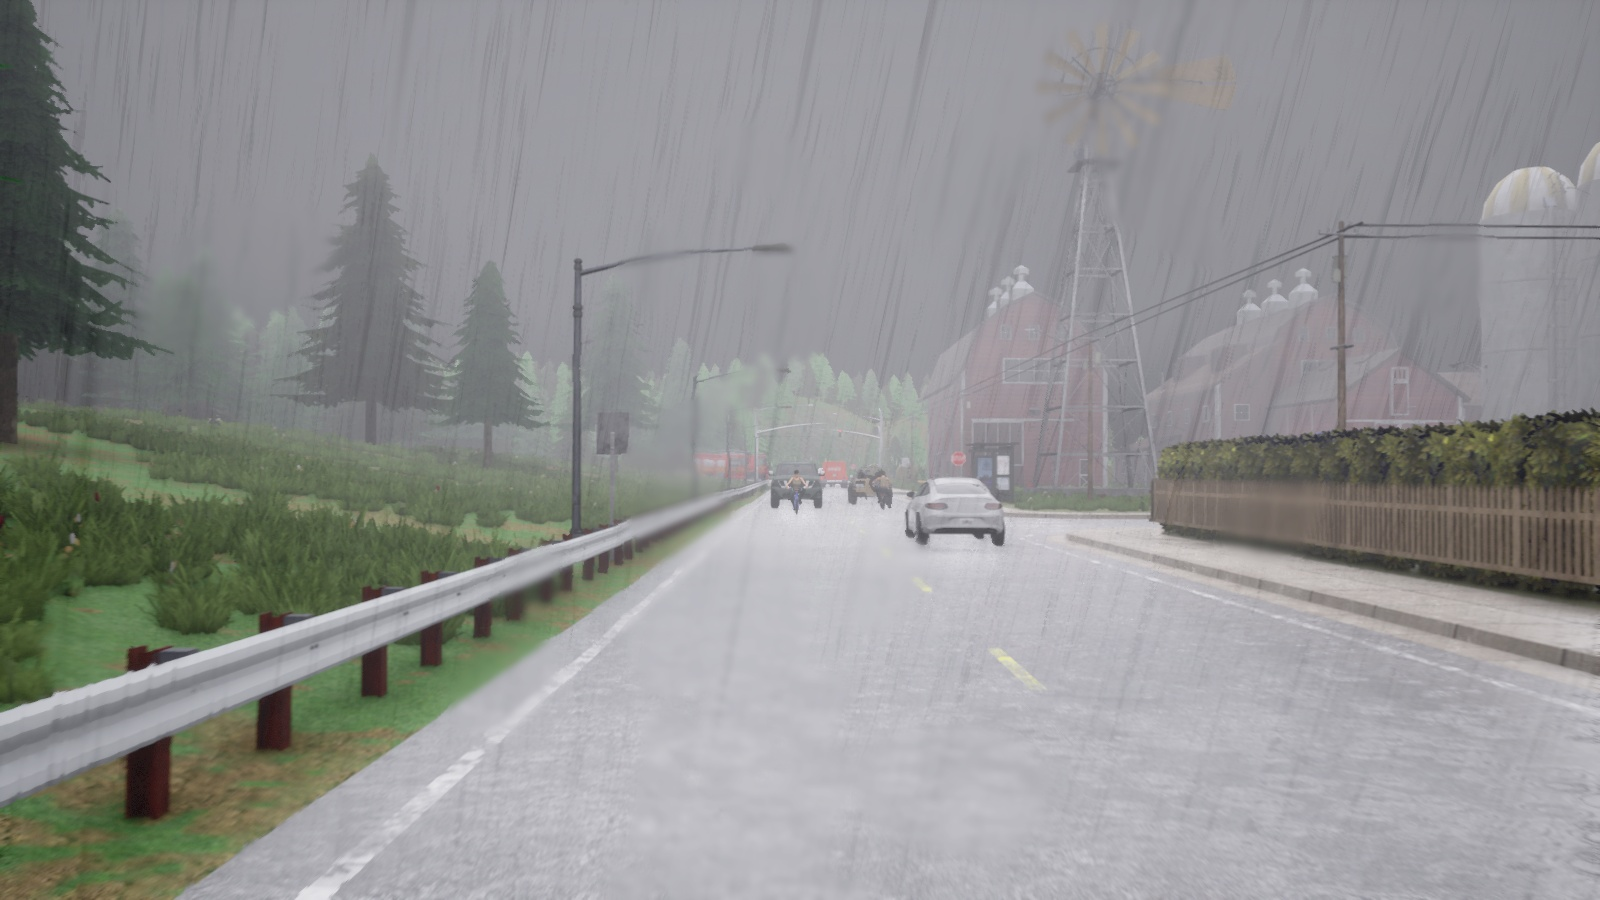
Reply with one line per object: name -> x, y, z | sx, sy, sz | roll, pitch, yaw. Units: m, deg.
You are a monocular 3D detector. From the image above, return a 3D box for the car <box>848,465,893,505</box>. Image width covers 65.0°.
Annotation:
car -> 3.352, 1.649, 60.493 | 1.932, 1.855, 4.605 | 0, -1, 0

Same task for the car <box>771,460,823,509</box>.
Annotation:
car -> -0.134, 1.473, 55.082 | 2.150, 2.045, 5.566 | 0, -1, 0

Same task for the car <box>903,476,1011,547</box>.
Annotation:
car -> 3.431, 1.308, 28.242 | 1.812, 1.442, 4.674 | 0, -1, 0
